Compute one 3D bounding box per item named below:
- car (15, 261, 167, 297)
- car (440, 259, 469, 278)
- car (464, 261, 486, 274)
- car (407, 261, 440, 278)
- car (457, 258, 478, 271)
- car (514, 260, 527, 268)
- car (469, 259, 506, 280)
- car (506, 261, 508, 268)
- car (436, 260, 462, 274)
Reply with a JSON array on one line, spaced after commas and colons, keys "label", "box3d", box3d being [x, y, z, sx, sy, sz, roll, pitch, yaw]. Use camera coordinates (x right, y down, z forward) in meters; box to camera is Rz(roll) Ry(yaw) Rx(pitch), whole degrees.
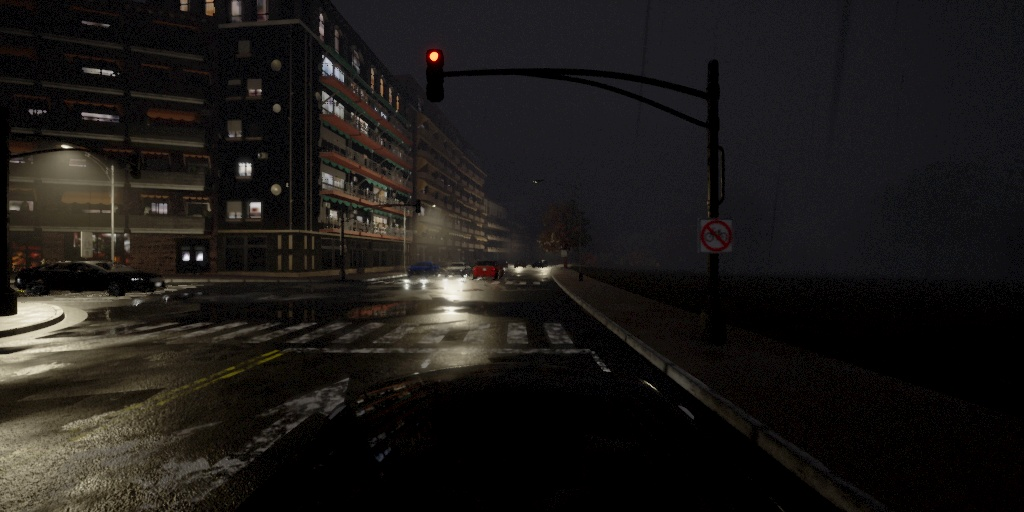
[{"label": "car", "box3d": [-18.332, 0.969, 15.822, 4.902, 1.511, 2.128, 1, -1, -7]}, {"label": "car", "box3d": [-5.246, 1.336, 35.103, 1.812, 1.442, 4.674, 0, 0, 5]}, {"label": "car", "box3d": [-4.457, 1.349, 43.957, 1.837, 1.490, 4.892, 0, 0, 6]}, {"label": "car", "box3d": [-8.531, 1.286, 34.777, 1.882, 1.535, 5.008, 0, 0, 4]}, {"label": "car", "box3d": [-6.605, 1.235, 53.984, 2.097, 1.767, 4.553, 0, 0, 7]}, {"label": "car", "box3d": [1.497, 1.488, 64.952, 2.033, 1.411, 5.357, 0, 0, 9]}, {"label": "car", "box3d": [-2.065, 1.152, 32.020, 2.097, 1.767, 4.553, 0, 0, 6]}, {"label": "car", "box3d": [-1.922, 1.412, 64.247, 1.882, 1.535, 5.008, 0, 0, 9]}, {"label": "car", "box3d": [-7.688, 1.323, 44.310, 1.882, 1.535, 5.008, 0, 0, 6]}]
